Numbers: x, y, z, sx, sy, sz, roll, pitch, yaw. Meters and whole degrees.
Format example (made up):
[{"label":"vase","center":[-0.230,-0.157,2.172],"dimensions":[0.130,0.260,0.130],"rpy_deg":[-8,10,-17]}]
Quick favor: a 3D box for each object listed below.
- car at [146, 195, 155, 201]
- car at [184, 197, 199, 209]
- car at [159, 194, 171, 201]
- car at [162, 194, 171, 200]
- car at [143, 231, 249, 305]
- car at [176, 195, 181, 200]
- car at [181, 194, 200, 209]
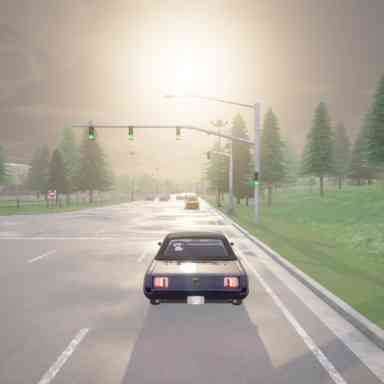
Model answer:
[{"label":"car","center":[-10.382,1.534,83.243],"dimensions":[2.033,1.411,5.357],"rpy_deg":[0,0,0]},{"label":"car","center":[-0.027,1.575,49.692],"dimensions":[2.033,1.411,5.357],"rpy_deg":[0,1,2]},{"label":"car","center":[-6.886,1.529,80.321],"dimensions":[2.033,1.411,5.357],"rpy_deg":[0,0,0]},{"label":"car","center":[-6.871,1.369,90.741],"dimensions":[2.033,1.411,5.357],"rpy_deg":[0,0,0]},{"label":"car","center":[0.090,1.601,8.024],"dimensions":[1.895,1.301,4.718],"rpy_deg":[0,0,0]},{"label":"car","center":[-3.370,1.550,91.149],"dimensions":[1.994,1.385,4.181],"rpy_deg":[0,0,0]},{"label":"car","center":[-0.085,1.094,46.154],"dimensions":[1.882,1.535,5.008],"rpy_deg":[-3,16,-4]}]
